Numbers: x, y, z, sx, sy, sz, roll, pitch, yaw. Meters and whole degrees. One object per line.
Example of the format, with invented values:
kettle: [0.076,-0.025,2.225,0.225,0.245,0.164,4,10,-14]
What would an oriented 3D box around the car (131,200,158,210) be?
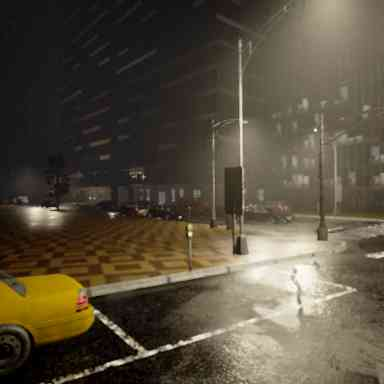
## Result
car: [-7.184,1.888,49.827,1.947,1.339,4.313,-1,1,-41]

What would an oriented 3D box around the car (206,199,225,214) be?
car: [3.896,1.819,37.000,1.802,1.307,4.206,-1,1,-41]

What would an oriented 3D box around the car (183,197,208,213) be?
car: [0.197,1.580,41.271,2.192,1.841,5.009,-1,1,-41]

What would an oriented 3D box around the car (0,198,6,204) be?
car: [-46.627,2.203,82.678,1.752,1.417,4.829,-1,1,-41]

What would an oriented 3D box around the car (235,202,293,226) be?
car: [5.555,1.771,26.214,1.837,1.490,4.892,-1,0,-41]

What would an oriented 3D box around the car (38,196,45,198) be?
car: [-36.727,2.086,84.034,1.887,1.381,4.507,-1,1,-41]

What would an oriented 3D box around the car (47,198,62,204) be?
car: [-33.034,2.080,79.758,1.947,1.339,4.313,-1,1,-41]

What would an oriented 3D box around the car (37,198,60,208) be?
car: [-24.617,2.099,57.187,1.802,1.307,4.206,-1,1,-41]

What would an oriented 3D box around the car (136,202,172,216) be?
car: [-4.320,1.908,37.659,1.994,1.385,4.181,-1,0,-41]

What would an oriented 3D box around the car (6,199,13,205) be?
car: [-39.254,2.150,74.138,1.752,1.417,4.829,-1,1,-41]

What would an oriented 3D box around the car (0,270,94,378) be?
car: [-3.704,1.520,3.935,4.829,1.417,1.752,0,-1,-36]

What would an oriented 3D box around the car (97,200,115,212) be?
car: [-11.300,1.874,45.777,1.882,1.535,5.008,-1,1,-40]

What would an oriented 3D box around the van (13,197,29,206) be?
van: [-35.681,1.940,69.995,1.690,1.788,3.998,-1,1,-41]

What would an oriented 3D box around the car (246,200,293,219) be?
car: [7.588,1.648,32.724,1.967,1.590,4.097,-1,1,-41]

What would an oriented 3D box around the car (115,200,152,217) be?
car: [-6.185,1.817,35.835,1.967,1.590,4.097,-1,1,-41]

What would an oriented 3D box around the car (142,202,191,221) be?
car: [-2.496,1.914,31.566,1.947,1.339,4.313,-1,1,-41]
